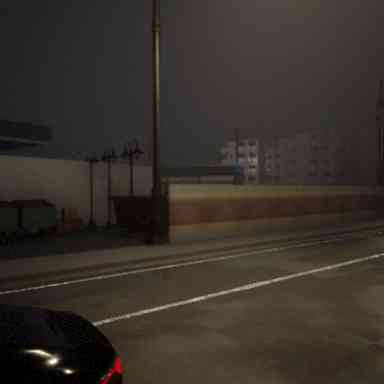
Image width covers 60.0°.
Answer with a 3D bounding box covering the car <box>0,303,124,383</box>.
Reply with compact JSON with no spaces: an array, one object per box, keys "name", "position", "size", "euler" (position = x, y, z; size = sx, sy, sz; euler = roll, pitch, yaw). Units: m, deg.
[{"name":"car","position":[-2.541,1.571,2.159],"size":[4.181,1.385,1.994],"euler":[0,0,-35]}]
